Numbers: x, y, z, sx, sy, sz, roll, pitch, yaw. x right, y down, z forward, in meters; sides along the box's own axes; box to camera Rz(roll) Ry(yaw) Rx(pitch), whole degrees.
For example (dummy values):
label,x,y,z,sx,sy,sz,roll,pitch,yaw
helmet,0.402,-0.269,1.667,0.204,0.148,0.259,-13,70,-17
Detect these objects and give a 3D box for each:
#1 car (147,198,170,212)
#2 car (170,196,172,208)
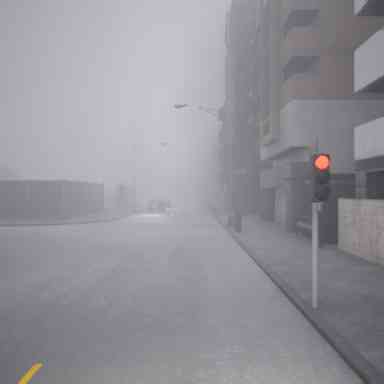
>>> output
label,x,y,z,sx,sy,sz,roll,pitch,yaw
car,-4.129,1.554,39.273,2.128,1.511,4.902,0,0,0
car,-4.112,1.642,49.293,1.994,1.385,4.181,0,0,0
